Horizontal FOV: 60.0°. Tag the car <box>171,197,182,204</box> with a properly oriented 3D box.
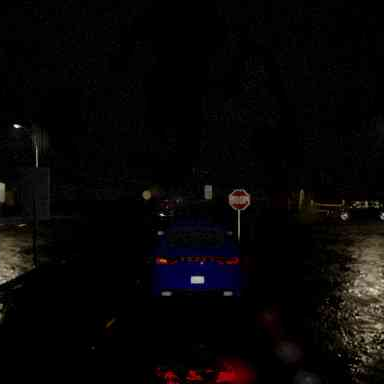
[{"bbox_3d":[-2.828,1.539,62.237,1.895,1.301,4.718,0,0,1],"label":"car"}]

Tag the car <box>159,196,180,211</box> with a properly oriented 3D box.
[{"bbox_3d":[-2.855,1.534,40.101,1.994,1.385,4.181,0,0,0],"label":"car"}]

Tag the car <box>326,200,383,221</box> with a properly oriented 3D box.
[{"bbox_3d":[13.141,1.420,26.117,4.892,1.490,1.837,0,1,3],"label":"car"}]

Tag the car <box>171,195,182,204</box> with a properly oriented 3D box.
[{"bbox_3d":[-2.850,1.309,50.035,2.097,1.767,4.553,0,0,0],"label":"car"}]

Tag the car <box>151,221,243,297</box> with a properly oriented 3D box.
[{"bbox_3d":[0.086,1.474,8.627,1.882,1.535,5.008,0,0,0],"label":"car"}]
